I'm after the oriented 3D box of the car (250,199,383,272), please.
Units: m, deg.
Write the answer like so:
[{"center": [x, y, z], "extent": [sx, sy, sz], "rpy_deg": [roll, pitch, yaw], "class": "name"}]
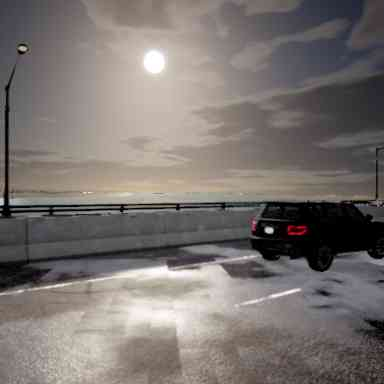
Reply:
[{"center": [4.466, 1.279, 11.271], "extent": [5.566, 2.045, 2.150], "rpy_deg": [2, -1, -35], "class": "car"}]
